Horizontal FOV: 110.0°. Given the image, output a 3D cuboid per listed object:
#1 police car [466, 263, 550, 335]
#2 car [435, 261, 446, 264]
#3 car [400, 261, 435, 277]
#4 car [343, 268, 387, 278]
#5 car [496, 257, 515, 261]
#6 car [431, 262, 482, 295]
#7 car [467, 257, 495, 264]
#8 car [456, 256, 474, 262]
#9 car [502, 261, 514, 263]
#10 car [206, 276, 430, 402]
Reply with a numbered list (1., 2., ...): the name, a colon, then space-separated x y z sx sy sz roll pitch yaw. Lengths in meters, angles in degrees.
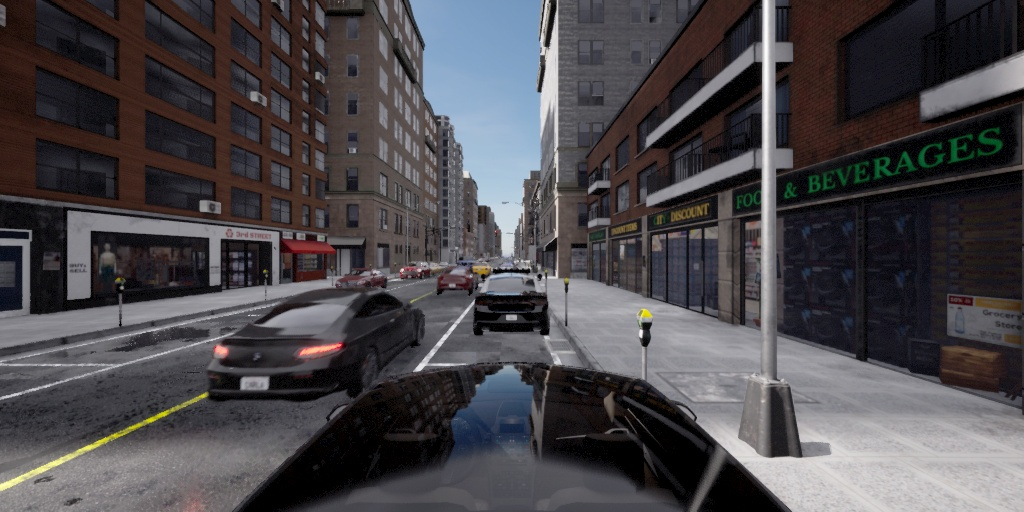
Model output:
1. police car: -0.012 1.175 10.610 1.930 1.638 5.238 0 0 0
2. car: -8.408 1.275 36.773 1.751 1.417 4.829 0 0 0
3. car: -8.408 1.190 31.425 1.967 1.591 4.097 0 0 0
4. car: -8.408 1.332 20.388 1.802 1.307 4.207 0 0 0
5. car: -0.383 1.190 36.951 1.967 1.591 4.097 0 0 0
6. car: -2.922 1.275 19.808 1.812 1.442 4.674 0 0 0
7. car: -3.021 1.207 35.640 1.801 1.575 5.366 0 0 0
8. car: -5.774 0.968 45.746 2.150 2.045 5.566 0 0 0
9. car: -0.383 1.300 25.913 2.007 1.370 4.403 0 0 0
10. car: -2.915 1.275 6.366 1.812 1.442 4.674 0 0 0
